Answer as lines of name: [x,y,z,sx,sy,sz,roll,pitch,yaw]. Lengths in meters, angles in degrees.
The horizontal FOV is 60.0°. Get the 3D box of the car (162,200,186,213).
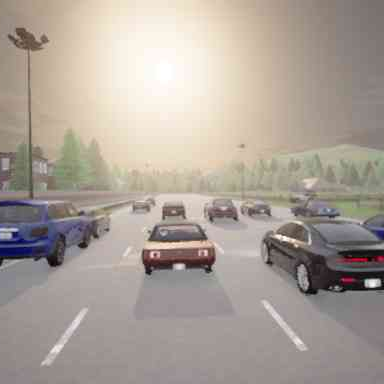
car: [-1.566,1.409,28.469,1.882,1.535,5.008,-1,0,-4]

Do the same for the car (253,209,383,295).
car: [3.171,1.422,8.528,1.837,1.490,4.892,-1,0,-4]

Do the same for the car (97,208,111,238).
car: [-5.557,1.540,17.666,1.837,1.490,4.892,-1,0,-4]

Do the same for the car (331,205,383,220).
car: [6.564,1.331,10.363,1.882,1.535,5.008,-1,0,-4]

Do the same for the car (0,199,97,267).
car: [-5.194,1.273,11.706,2.150,2.045,5.566,-1,0,-4]

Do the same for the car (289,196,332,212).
car: [9.159,1.308,25.126,2.033,1.411,5.357,-1,0,-4]

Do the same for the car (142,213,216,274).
car: [-0.456,1.573,10.523,1.895,1.301,4.718,-1,0,-4]

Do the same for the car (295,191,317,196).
car: [16.505,0.769,49.193,3.866,1.878,1.905,-1,0,-4]

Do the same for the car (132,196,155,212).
car: [-5.785,1.461,38.698,2.128,1.511,4.902,-1,0,-3]

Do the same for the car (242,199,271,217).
car: [5.438,1.338,28.618,1.812,1.442,4.674,-1,0,-4]

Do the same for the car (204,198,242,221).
car: [2.116,1.231,25.591,2.097,1.767,4.553,-1,0,-4]
